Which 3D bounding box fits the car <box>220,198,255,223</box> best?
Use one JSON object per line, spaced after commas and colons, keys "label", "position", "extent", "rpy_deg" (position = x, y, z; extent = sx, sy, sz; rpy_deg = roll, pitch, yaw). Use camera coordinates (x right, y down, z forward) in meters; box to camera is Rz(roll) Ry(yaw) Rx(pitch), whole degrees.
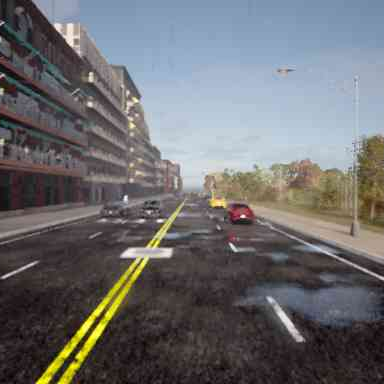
{"label": "car", "position": [3.353, 1.428, 24.151], "extent": [1.812, 1.442, 4.674], "rpy_deg": [0, 0, 0]}

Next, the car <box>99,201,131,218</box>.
{"label": "car", "position": [-6.582, 1.449, 28.843], "extent": [1.994, 1.385, 4.181], "rpy_deg": [0, 0, 0]}

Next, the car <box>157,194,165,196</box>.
{"label": "car", "position": [-6.494, 1.173, 70.074], "extent": [2.033, 1.411, 5.357], "rpy_deg": [0, 0, 0]}

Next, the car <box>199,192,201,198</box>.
{"label": "car", "position": [3.257, 1.274, 77.959], "extent": [1.994, 1.385, 4.181], "rpy_deg": [0, 0, 0]}

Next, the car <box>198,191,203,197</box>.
{"label": "car", "position": [3.258, 1.132, 89.149], "extent": [1.801, 1.575, 5.366], "rpy_deg": [0, 0, 0]}

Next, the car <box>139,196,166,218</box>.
{"label": "car", "position": [-3.334, 1.392, 28.469], "extent": [1.837, 1.490, 4.892], "rpy_deg": [0, 0, 0]}

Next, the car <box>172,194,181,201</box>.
{"label": "car", "position": [-3.244, 1.134, 70.073], "extent": [1.837, 1.490, 4.892], "rpy_deg": [0, 0, 0]}

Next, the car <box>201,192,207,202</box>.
{"label": "car", "position": [3.256, 1.251, 66.959], "extent": [1.837, 1.490, 4.892], "rpy_deg": [0, 0, 0]}

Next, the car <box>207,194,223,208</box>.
{"label": "car", "position": [3.353, 1.308, 43.546], "extent": [1.882, 1.535, 5.008], "rpy_deg": [0, 0, 0]}
